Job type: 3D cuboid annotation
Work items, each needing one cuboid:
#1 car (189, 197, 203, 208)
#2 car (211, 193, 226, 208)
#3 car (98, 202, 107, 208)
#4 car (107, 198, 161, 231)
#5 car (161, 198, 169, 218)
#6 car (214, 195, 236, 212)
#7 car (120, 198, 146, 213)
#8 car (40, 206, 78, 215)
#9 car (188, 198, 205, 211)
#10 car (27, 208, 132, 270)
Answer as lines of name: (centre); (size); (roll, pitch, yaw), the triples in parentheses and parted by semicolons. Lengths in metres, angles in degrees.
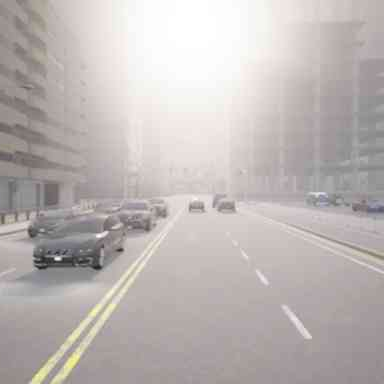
car: (0.566, 1.515, 48.947); (2.033, 1.411, 5.357); (0, 0, 1)
car: (4.060, 1.196, 48.668); (2.150, 2.045, 5.566); (0, 0, 1)
car: (-6.783, 1.532, 27.723); (1.994, 1.385, 4.181); (0, 0, 0)
car: (-3.373, 1.332, 20.276); (2.097, 1.767, 4.553); (0, 0, 1)
car: (-3.242, 1.325, 30.192); (2.097, 1.767, 4.553); (0, 0, 1)
car: (3.943, 1.458, 38.788); (1.882, 1.535, 5.008); (0, 0, 1)
car: (-6.618, 1.439, 37.845); (1.882, 1.535, 5.008); (0, 0, 1)
car: (-6.897, 1.501, 17.728); (1.812, 1.442, 4.674); (0, 0, 1)
car: (0.549, 1.465, 39.311); (2.128, 1.511, 4.902); (0, 0, 1)
car: (-3.483, 1.491, 11.134); (1.837, 1.490, 4.892); (0, 0, 1)
